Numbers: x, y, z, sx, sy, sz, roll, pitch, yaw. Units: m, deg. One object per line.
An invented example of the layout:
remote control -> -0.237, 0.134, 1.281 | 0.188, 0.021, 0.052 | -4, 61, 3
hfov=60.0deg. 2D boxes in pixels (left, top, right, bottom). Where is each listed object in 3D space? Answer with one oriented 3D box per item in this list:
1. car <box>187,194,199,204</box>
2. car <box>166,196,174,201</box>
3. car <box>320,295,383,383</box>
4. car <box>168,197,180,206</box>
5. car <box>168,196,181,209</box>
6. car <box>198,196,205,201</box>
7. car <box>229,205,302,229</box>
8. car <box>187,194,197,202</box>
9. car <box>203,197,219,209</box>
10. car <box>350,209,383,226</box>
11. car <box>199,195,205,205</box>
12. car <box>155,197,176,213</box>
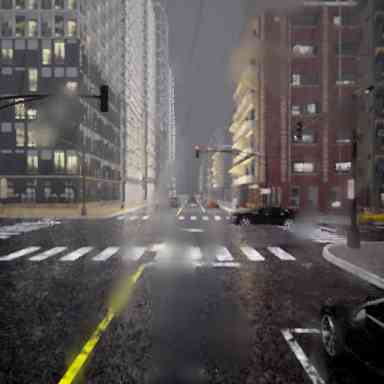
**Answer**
car -> 0.008, 1.632, 67.617 | 1.812, 1.442, 4.674 | 0, 0, 0
car -> -5.680, 1.698, 86.178 | 2.008, 1.369, 4.403 | 0, 0, 0
car -> 2.693, 1.570, 2.994 | 1.947, 1.339, 4.313 | 0, 0, 0
car -> -3.048, 1.594, 57.720 | 1.837, 1.490, 4.892 | 0, 0, 0
car -> -3.077, 1.634, 47.305 | 1.994, 1.385, 4.181 | 0, 0, 1
car -> 2.700, 1.742, 91.826 | 1.802, 1.307, 4.206 | 0, 0, 0
car -> 4.950, 1.658, 22.646 | 4.892, 1.490, 1.837 | 1, 0, 0
car -> 0.009, 1.316, 77.590 | 2.097, 1.767, 4.553 | 0, 0, 0
car -> 2.747, 1.648, 45.018 | 1.802, 1.307, 4.206 | 0, 0, 0
car -> 14.646, 1.866, 25.333 | 4.829, 1.417, 1.752 | 1, -1, 0
car -> 2.697, 1.641, 57.935 | 2.008, 1.369, 4.403 | 0, 0, 0
car -> -3.114, 1.600, 37.285 | 2.033, 1.411, 5.357 | 0, 0, -4
